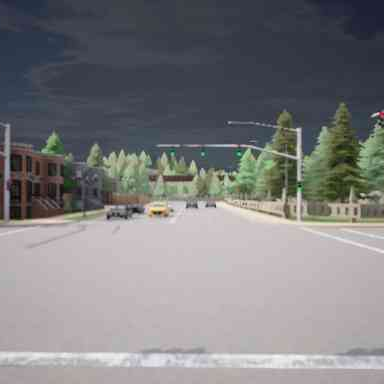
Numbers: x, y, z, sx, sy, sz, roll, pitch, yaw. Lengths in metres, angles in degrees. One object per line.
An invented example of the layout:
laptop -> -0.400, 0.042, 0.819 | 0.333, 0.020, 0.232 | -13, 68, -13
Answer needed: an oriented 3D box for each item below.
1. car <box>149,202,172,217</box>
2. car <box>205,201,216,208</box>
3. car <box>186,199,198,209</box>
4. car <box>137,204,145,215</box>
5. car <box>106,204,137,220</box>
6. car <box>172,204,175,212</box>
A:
car -> -3.611, 1.945, 36.996 | 1.882, 1.535, 5.008 | 0, -1, 0
car -> 3.572, 2.364, 63.363 | 1.994, 1.385, 4.181 | 0, -1, 0
car -> -0.026, 2.089, 58.387 | 2.097, 1.767, 4.553 | 0, -1, 0
car -> -7.105, 2.128, 41.773 | 1.895, 1.301, 4.718 | 0, -1, 0
car -> -7.112, 1.981, 33.021 | 1.994, 1.385, 4.181 | 0, -1, 0
car -> -3.582, 2.121, 47.160 | 1.812, 1.442, 4.674 | 0, -1, 0
